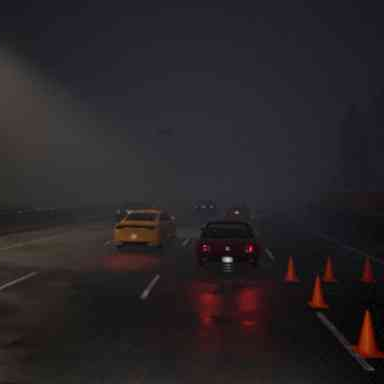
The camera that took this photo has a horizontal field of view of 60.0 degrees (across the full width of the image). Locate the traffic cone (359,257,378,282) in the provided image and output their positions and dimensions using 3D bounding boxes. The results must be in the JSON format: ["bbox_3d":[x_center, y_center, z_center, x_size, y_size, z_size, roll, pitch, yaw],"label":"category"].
[{"bbox_3d":[4.604,2.013,8.706,0.340,0.580,0.340,0,0,1],"label":"traffic cone"}]

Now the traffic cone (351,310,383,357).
[{"bbox_3d":[2.510,1.987,4.755,0.340,0.580,0.340,0,0,1],"label":"traffic cone"}]

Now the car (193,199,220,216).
[{"bbox_3d":[1.585,1.516,33.993,2.097,1.767,4.553,0,0,13],"label":"car"}]

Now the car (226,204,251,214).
[{"bbox_3d":[4.221,1.719,29.976,1.994,1.385,4.181,0,0,13],"label":"car"}]

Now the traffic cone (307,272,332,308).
[{"bbox_3d":[2.557,1.997,6.754,0.340,0.580,0.340,0,0,1],"label":"traffic cone"}]

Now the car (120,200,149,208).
[{"bbox_3d":[-3.954,1.454,24.855,2.097,1.767,4.553,0,0,10],"label":"car"}]

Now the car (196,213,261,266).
[{"bbox_3d":[1.240,1.660,11.760,1.895,1.301,4.718,0,0,5],"label":"car"}]

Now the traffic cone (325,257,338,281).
[{"bbox_3d":[3.604,2.010,8.730,0.340,0.580,0.340,0,0,1],"label":"traffic cone"}]

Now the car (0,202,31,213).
[{"bbox_3d":[-14.640,1.559,25.879,2.128,1.511,4.902,0,0,10],"label":"car"}]

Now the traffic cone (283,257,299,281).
[{"bbox_3d":[2.605,2.006,8.754,0.340,0.580,0.340,0,0,1],"label":"traffic cone"}]

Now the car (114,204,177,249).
[{"bbox_3d":[-1.907,1.541,14.974,1.882,1.535,5.008,0,0,6],"label":"car"}]
